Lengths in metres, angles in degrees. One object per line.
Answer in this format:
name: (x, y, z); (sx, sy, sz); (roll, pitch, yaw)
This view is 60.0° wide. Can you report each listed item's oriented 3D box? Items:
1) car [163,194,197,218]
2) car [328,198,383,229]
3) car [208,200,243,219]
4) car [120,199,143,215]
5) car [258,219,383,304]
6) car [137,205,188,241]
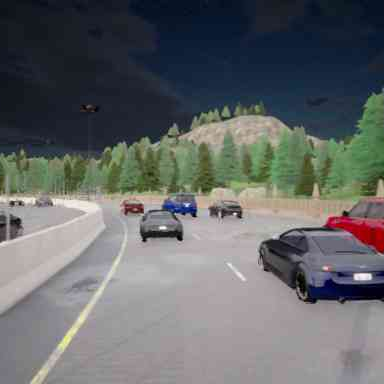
car: (-1.187, 1.230, 30.116); (2.150, 2.045, 5.566); (0, 0, -17)
car: (6.362, 1.197, 10.599); (2.150, 2.045, 5.566); (0, 0, -6)
car: (2.793, 1.497, 28.796); (1.837, 1.490, 4.892); (0, 0, -15)
car: (-6.205, 1.506, 33.993); (1.882, 1.535, 5.008); (0, 0, -20)
car: (3.041, 1.553, 8.206); (1.994, 1.385, 4.181); (0, 0, -4)
car: (-1.636, 1.572, 16.866); (1.994, 1.385, 4.181); (0, 0, -10)
